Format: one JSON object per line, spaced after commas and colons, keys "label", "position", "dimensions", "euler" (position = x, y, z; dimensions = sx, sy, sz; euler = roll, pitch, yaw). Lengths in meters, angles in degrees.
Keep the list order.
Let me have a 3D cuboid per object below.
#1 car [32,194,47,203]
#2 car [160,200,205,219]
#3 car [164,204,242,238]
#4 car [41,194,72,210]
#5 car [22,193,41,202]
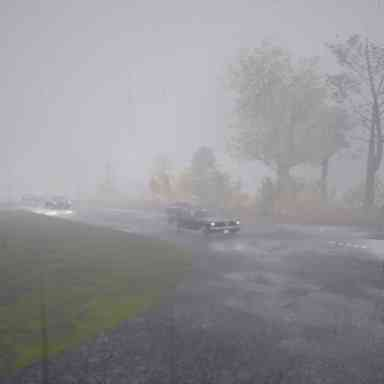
{"label": "car", "position": [-29.165, 1.215, 63.598], "dimensions": [1.812, 1.442, 4.674], "euler": [0, 0, -35]}
{"label": "car", "position": [-0.568, 1.403, 25.561], "dimensions": [1.837, 1.490, 4.892], "euler": [0, 1, -39]}
{"label": "car", "position": [0.533, 1.537, 17.464], "dimensions": [1.895, 1.301, 4.718], "euler": [0, 0, -30]}
{"label": "car", "position": [-15.783, 1.178, 39.125], "dimensions": [2.097, 1.767, 4.553], "euler": [0, 0, -37]}
{"label": "car", "position": [-25.303, 0.885, 52.045], "dimensions": [1.882, 1.535, 5.008], "euler": [0, 0, -36]}
